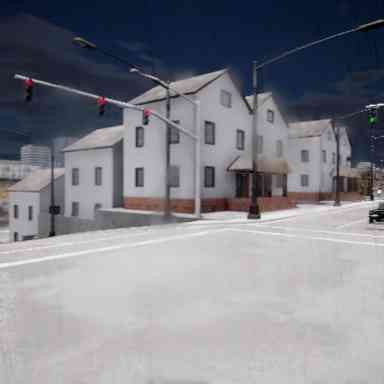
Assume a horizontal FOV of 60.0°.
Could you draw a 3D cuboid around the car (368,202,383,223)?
[{"bbox_3d":[13.274,1.369,22.289,1.895,1.301,4.718,1,1,40],"label":"car"}]
